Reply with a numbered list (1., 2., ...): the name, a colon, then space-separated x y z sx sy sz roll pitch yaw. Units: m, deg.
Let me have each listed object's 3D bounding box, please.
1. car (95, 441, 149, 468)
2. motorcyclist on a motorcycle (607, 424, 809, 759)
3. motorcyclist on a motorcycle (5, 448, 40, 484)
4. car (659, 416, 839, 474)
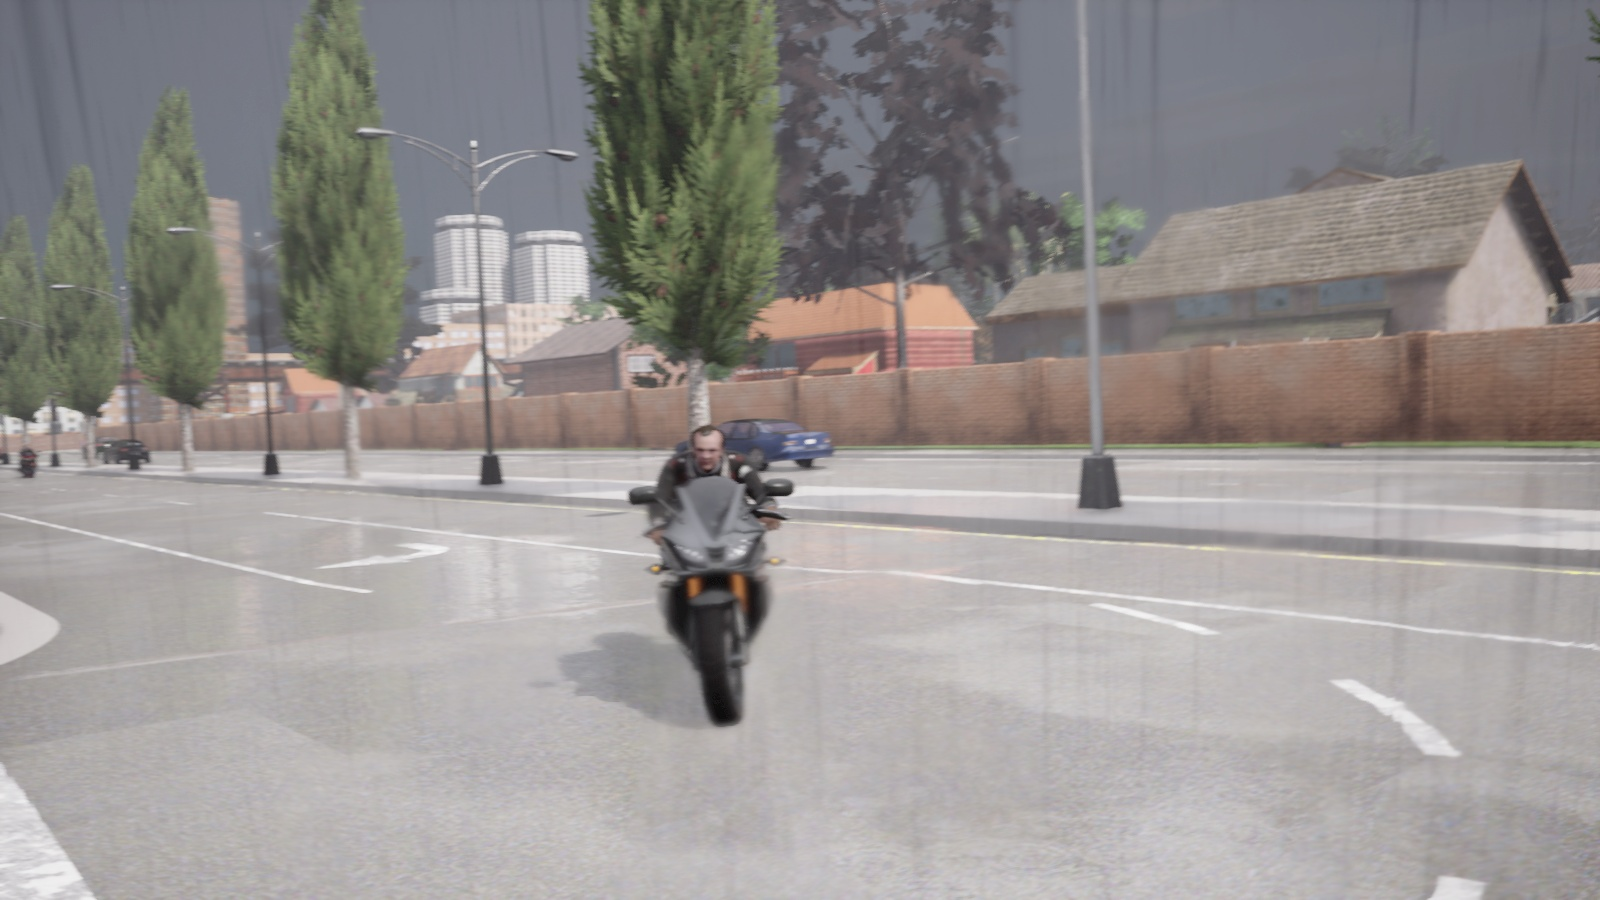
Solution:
1. car: -40.166 0.282 74.338 1.812 1.442 4.674 -5 3 -41
2. motorcyclist on a motorcycle: -0.534 0.646 7.041 0.866 1.530 2.191 -3 2 -5
3. motorcyclist on a motorcycle: -34.100 0.687 55.048 0.866 1.530 2.191 -4 3 -41
4. car: -1.513 -0.138 34.781 2.033 1.411 5.357 -5 3 -41
